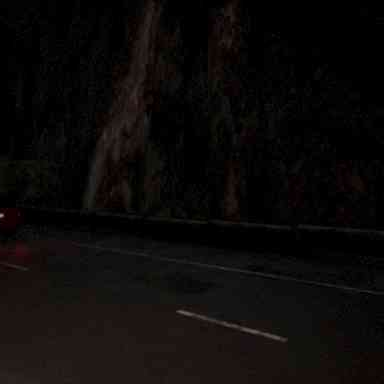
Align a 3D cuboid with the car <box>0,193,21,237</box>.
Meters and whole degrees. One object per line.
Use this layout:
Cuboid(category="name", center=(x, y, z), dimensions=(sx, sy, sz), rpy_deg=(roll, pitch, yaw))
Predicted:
Cuboid(category="car", center=(-10.255, 1.052, 15.595), dimensions=(5.566, 2.045, 2.150), rpy_deg=(1, 1, 35))
